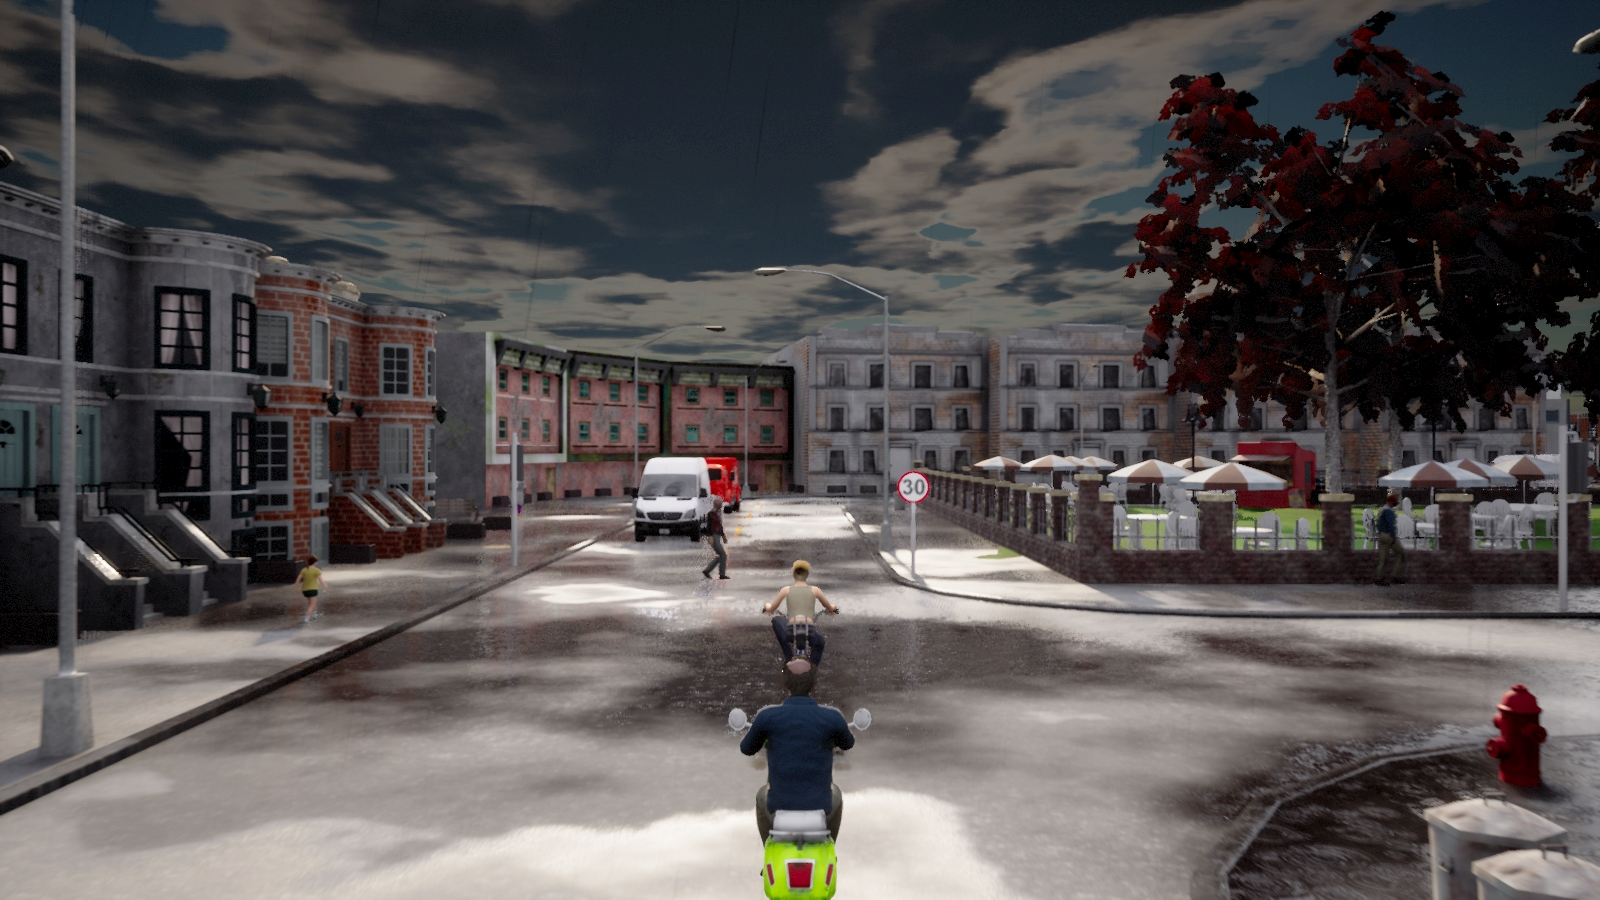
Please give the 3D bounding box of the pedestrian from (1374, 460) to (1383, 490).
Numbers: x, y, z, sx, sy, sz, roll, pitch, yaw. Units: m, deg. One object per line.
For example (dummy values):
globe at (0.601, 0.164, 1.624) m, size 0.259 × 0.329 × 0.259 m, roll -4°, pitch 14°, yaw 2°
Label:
pedestrian at (35.294, 1.525, 69.759) m, size 0.375 × 1.860 × 0.375 m, roll 0°, pitch 0°, yaw 3°

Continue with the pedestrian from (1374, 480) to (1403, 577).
pedestrian at (11.458, 1.516, 22.234) m, size 0.375 × 1.860 × 0.375 m, roll 0°, pitch 0°, yaw 2°

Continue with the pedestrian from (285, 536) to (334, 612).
pedestrian at (-7.553, 1.905, 17.597) m, size 0.500 × 1.100 × 0.500 m, roll 0°, pitch 0°, yaw 13°

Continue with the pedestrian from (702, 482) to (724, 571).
pedestrian at (-1.859, 1.629, 24.457) m, size 0.375 × 1.860 × 0.375 m, roll 0°, pitch 0°, yaw 13°

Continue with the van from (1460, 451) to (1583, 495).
van at (41.763, 1.315, 66.231) m, size 5.915 × 2.561 × 1.988 m, roll 0°, pitch 0°, yaw 0°

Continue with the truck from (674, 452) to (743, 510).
truck at (-4.038, 1.348, 51.436) m, size 2.627 × 2.467 × 5.204 m, roll 0°, pitch 0°, yaw 1°

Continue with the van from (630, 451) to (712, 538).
van at (-4.033, 1.315, 36.785) m, size 1.988 × 2.561 × 5.915 m, roll 0°, pitch 0°, yaw 0°
